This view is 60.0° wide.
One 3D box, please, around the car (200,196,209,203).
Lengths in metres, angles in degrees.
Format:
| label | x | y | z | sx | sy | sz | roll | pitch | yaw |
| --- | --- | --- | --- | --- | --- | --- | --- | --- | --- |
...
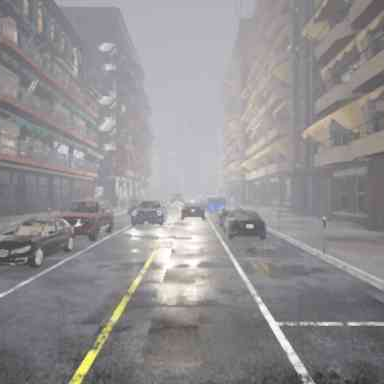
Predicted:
| label | x | y | z | sx | sy | sz | roll | pitch | yaw |
| --- | --- | --- | --- | --- | --- | --- | --- | --- | --- |
| car | 2.550 | 1.479 | 68.056 | 1.752 | 1.417 | 4.829 | 1 | 0 | 0 |

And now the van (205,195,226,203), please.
| label | x | y | z | sx | sy | sz | roll | pitch | yaw |
| --- | --- | --- | --- | --- | --- | --- | --- | --- | --- |
| van | 2.565 | 1.315 | 33.862 | 1.690 | 1.788 | 3.998 | 1 | 0 | 0 |

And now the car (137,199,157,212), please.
| label | x | y | z | sx | sy | sz | roll | pitch | yaw |
| --- | --- | --- | --- | --- | --- | --- | --- | --- | --- |
| car | -5.321 | 1.552 | 39.499 | 1.802 | 1.307 | 4.206 | 1 | 0 | 0 |

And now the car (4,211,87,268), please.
| label | x | y | z | sx | sy | sz | roll | pitch | yaw |
| --- | --- | --- | --- | --- | --- | --- | --- | --- | --- |
| car | -5.310 | 1.542 | 11.145 | 2.008 | 1.369 | 4.403 | 1 | 0 | 0 |

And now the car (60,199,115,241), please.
| label | x | y | z | sx | sy | sz | roll | pitch | yaw |
| --- | --- | --- | --- | --- | --- | --- | --- | --- | --- |
| car | -5.309 | 1.301 | 16.816 | 2.192 | 1.841 | 5.009 | 1 | 0 | 0 |

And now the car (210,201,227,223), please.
| label | x | y | z | sx | sy | sz | roll | pitch | yaw |
| --- | --- | --- | --- | --- | --- | --- | --- | --- | --- |
| car | 2.566 | 1.533 | 22.520 | 2.008 | 1.369 | 4.403 | 1 | 0 | 0 |

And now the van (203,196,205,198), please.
| label | x | y | z | sx | sy | sz | roll | pitch | yaw |
| --- | --- | --- | --- | --- | --- | --- | --- | --- | --- |
| van | 2.563 | 1.311 | 39.532 | 1.690 | 1.788 | 3.998 | 1 | 0 | 0 |

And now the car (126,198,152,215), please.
| label | x | y | z | sx | sy | sz | roll | pitch | yaw |
| --- | --- | --- | --- | --- | --- | --- | --- | --- | --- |
| car | -5.317 | 1.414 | 33.829 | 1.967 | 1.590 | 4.097 | 1 | 0 | 0 |

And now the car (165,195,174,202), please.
| label | x | y | z | sx | sy | sz | roll | pitch | yaw |
| --- | --- | --- | --- | --- | --- | --- | --- | --- | --- |
| car | -5.340 | 1.475 | 79.025 | 1.752 | 1.417 | 4.829 | 1 | 0 | 0 |

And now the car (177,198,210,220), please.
| label | x | y | z | sx | sy | sz | roll | pitch | yaw |
| --- | --- | --- | --- | --- | --- | --- | --- | --- | --- |
| car | 0.087 | 1.481 | 27.940 | 2.163 | 1.488 | 4.792 | 0 | 0 | 0 |

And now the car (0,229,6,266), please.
| label | x | y | z | sx | sy | sz | roll | pitch | yaw |
| --- | --- | --- | --- | --- | --- | --- | --- | --- | --- |
| car | -5.308 | 1.561 | 5.474 | 1.947 | 1.339 | 4.313 | 1 | 0 | 0 |

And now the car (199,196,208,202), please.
| label | x | y | z | sx | sy | sz | roll | pitch | yaw |
| --- | --- | --- | --- | --- | --- | --- | --- | --- | --- |
| car | 2.547 | 1.533 | 73.557 | 1.802 | 1.307 | 4.206 | 1 | 0 | 0 |

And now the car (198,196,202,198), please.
| label | x | y | z | sx | sy | sz | roll | pitch | yaw |
| --- | --- | --- | --- | --- | --- | --- | --- | --- | --- |
| car | 0.052 | 1.568 | 44.196 | 1.895 | 1.301 | 4.718 | 0 | 0 | 0 |

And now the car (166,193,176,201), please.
| label | x | y | z | sx | sy | sz | roll | pitch | yaw |
| --- | --- | --- | --- | --- | --- | --- | --- | --- | --- |
| car | -5.342 | 1.263 | 84.866 | 2.192 | 1.841 | 5.009 | 1 | 0 | 0 |

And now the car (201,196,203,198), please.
| label | x | y | z | sx | sy | sz | roll | pitch | yaw |
| --- | --- | --- | --- | --- | --- | --- | --- | --- | --- |
| car | 2.558 | 1.532 | 45.203 | 1.947 | 1.339 | 4.313 | 1 | 0 | 0 |

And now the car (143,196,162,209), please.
| label | x | y | z | sx | sy | sz | roll | pitch | yaw |
| --- | --- | --- | --- | --- | --- | --- | --- | --- | --- |
| car | -5.321 | 1.407 | 45.170 | 1.967 | 1.590 | 4.097 | 1 | 0 | 0 |

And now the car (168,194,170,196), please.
| label | x | y | z | sx | sy | sz | roll | pitch | yaw |
| --- | --- | --- | --- | --- | --- | --- | --- | --- | --- |
| car | -5.326 | 1.510 | 56.512 | 2.008 | 1.369 | 4.403 | 1 | 0 | 0 |

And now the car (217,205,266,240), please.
| label | x | y | z | sx | sy | sz | roll | pitch | yaw |
| --- | --- | --- | --- | --- | --- | --- | --- | --- | --- |
| car | 2.568 | 1.552 | 16.849 | 1.947 | 1.339 | 4.313 | 1 | 0 | 0 |

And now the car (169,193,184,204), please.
| label | x | y | z | sx | sy | sz | roll | pitch | yaw |
| --- | --- | --- | --- | --- | --- | --- | --- | --- | --- |
| car | -2.794 | 1.181 | 63.905 | 2.150 | 2.045 | 5.566 | 0 | 0 | 1 |

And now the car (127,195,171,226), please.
| label | x | y | z | sx | sy | sz | roll | pitch | yaw |
| --- | --- | --- | --- | --- | --- | --- | --- | --- | --- |
| car | -2.857 | 1.333 | 22.995 | 2.097 | 1.767 | 4.553 | 0 | 0 | 0 |
